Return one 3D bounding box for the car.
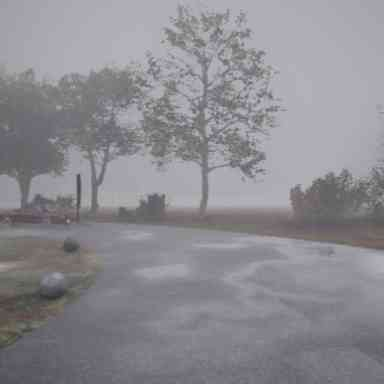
[{"bbox_3d":[-9.772,1.505,21.087,4.718,1.301,1.895,0,0,15],"label":"car"}]
